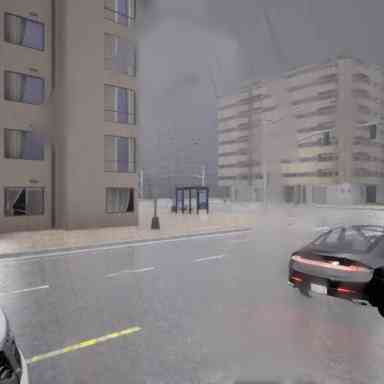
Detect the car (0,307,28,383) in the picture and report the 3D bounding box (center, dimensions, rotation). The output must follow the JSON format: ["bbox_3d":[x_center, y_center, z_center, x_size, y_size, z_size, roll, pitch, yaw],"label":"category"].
[{"bbox_3d":[-3.755,1.222,1.367,5.566,2.045,2.150,0,0,-32],"label":"car"}]

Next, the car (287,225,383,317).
[{"bbox_3d":[4.120,1.491,7.380,4.902,1.511,2.128,0,0,-39],"label":"car"}]
